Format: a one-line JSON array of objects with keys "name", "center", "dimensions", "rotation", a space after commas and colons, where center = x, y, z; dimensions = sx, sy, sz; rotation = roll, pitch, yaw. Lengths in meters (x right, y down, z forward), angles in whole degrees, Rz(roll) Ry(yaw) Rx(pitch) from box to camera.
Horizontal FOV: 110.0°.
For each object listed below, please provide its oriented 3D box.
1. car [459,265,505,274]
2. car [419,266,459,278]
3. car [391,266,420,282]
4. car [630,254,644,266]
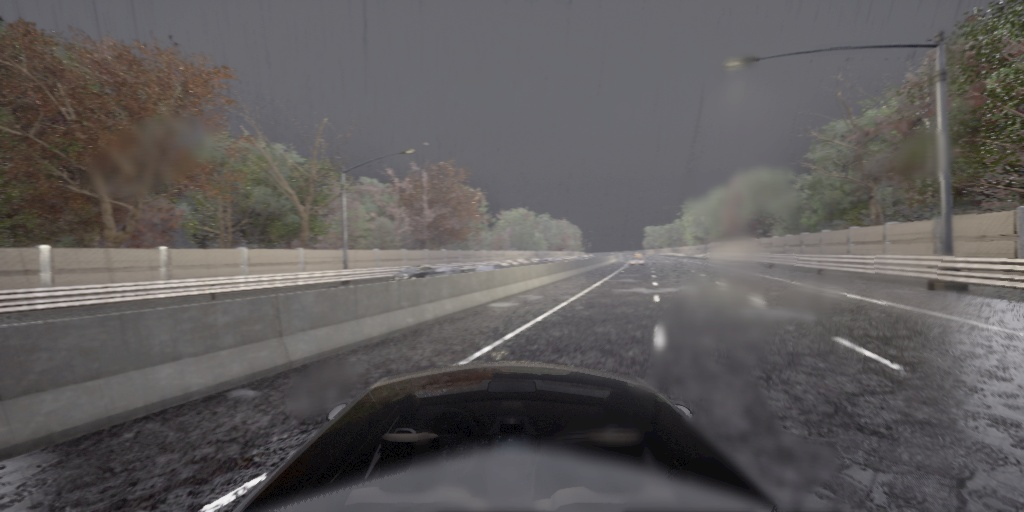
[{"name": "car", "center": [-1.845, 1.415, 28.877], "dimensions": [2.033, 1.411, 5.357], "rotation": [-2, 0, 21]}, {"name": "car", "center": [-5.329, 1.560, 29.545], "dimensions": [1.994, 1.385, 4.181], "rotation": [-2, 0, 21]}, {"name": "car", "center": [-8.403, 1.615, 31.313], "dimensions": [1.837, 1.490, 4.892], "rotation": [-2, 0, 21]}, {"name": "car", "center": [18.133, 0.849, 51.916], "dimensions": [1.895, 1.301, 4.718], "rotation": [-2, 0, 20]}]
